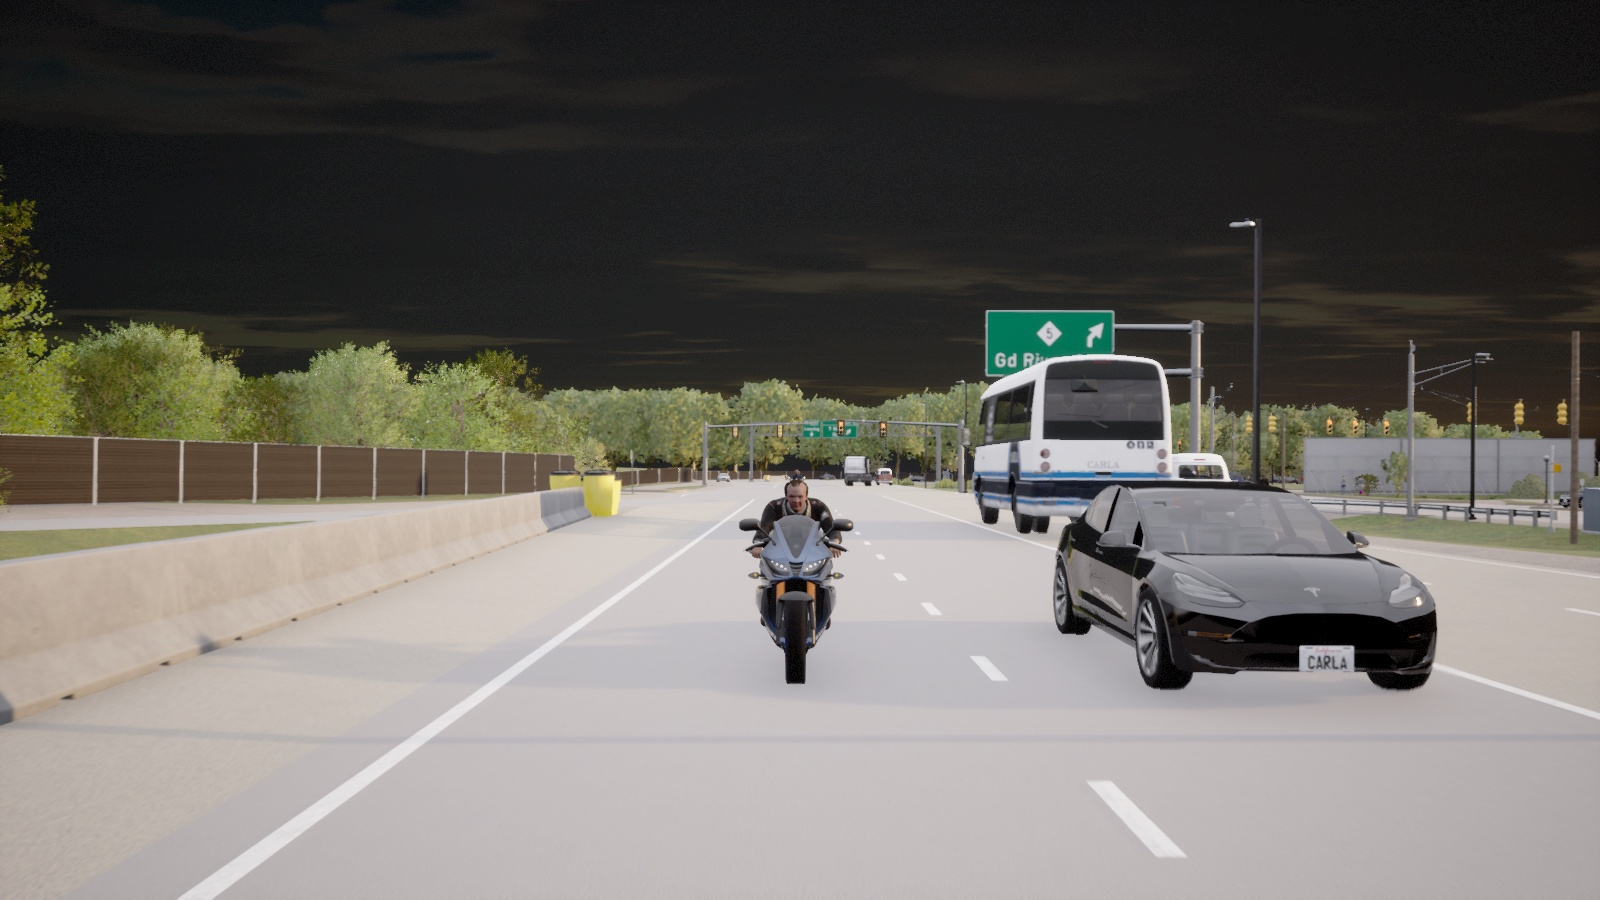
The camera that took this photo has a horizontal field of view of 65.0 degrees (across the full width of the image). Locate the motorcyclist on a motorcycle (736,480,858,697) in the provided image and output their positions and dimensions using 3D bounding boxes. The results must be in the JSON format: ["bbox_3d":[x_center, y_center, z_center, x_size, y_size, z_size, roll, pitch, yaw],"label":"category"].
[{"bbox_3d":[-0.023,1.014,10.061,0.866,1.530,2.191,0,-1,0],"label":"motorcyclist on a motorcycle"}]

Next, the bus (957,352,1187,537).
[{"bbox_3d":[6.915,-0.045,34.087,3.944,4.253,10.273,0,-1,0],"label":"bus"}]

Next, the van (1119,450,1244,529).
[{"bbox_3d":[10.418,1.049,34.694,2.069,2.038,4.480,0,-1,0],"label":"van"}]

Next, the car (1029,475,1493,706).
[{"bbox_3d":[3.476,0.975,10.681,2.163,1.488,4.792,0,-1,0],"label":"car"}]
